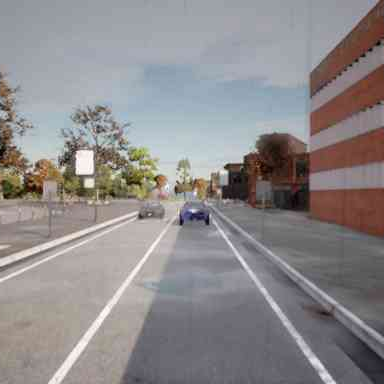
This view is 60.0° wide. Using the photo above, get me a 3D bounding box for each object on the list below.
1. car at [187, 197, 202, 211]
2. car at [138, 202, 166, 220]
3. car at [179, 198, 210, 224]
[{"bbox_3d":[0.298,1.482,42.181,1.837,1.490,4.892,0,0,1],"label":"car"},{"bbox_3d":[-3.255,1.560,27.667,1.994,1.385,4.181,0,0,0],"label":"car"},{"bbox_3d":[0.172,1.353,24.579,2.097,1.767,4.553,0,0,0],"label":"car"}]
